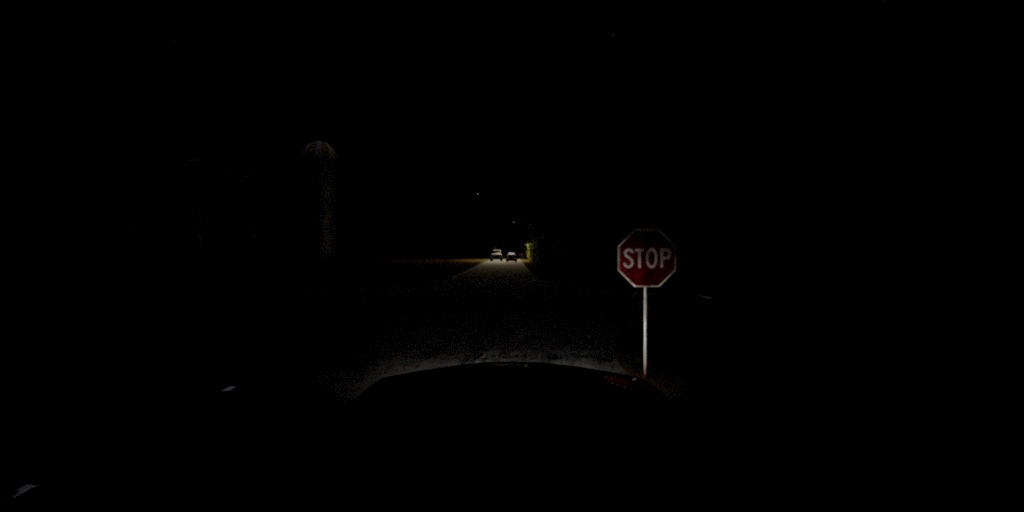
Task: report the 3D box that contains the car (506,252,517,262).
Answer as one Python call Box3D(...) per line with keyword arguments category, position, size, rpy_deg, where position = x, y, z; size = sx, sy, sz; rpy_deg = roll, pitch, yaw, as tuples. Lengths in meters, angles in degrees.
Box3D(category="car", position=(-0.104, 0.359, 61.584), size=(1.895, 1.301, 4.718), rpy_deg=(0, 1, 0))
